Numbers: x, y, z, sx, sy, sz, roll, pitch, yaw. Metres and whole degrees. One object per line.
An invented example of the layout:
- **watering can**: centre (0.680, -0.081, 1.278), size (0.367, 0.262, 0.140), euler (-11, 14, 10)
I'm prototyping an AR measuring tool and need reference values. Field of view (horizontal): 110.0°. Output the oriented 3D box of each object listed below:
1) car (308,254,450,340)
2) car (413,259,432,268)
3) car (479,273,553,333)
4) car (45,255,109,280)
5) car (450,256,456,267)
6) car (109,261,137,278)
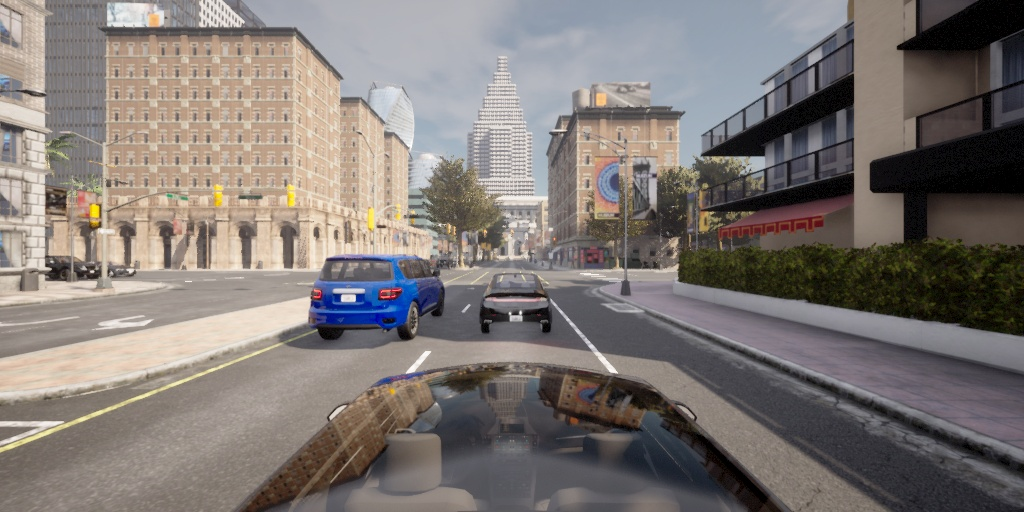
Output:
- **car**: centre (-3.401, 0.971, 10.148), size (2.150, 2.045, 5.566), euler (0, 0, 0)
- **car**: centre (-15.024, 1.254, 60.349), size (1.837, 1.490, 4.892), euler (0, 0, 0)
- **car**: centre (0.102, 1.241, 10.763), size (2.128, 1.511, 4.902), euler (0, 0, 0)
- **car**: centre (-38.129, 0.971, 30.192), size (5.566, 2.045, 2.150), euler (0, 0, 0)
- **car**: centre (-11.522, 0.970, 61.778), size (2.150, 2.045, 5.566), euler (0, 0, 0)
- **car**: centre (-38.282, 1.241, 33.711), size (4.902, 1.511, 2.128), euler (0, 0, 0)
